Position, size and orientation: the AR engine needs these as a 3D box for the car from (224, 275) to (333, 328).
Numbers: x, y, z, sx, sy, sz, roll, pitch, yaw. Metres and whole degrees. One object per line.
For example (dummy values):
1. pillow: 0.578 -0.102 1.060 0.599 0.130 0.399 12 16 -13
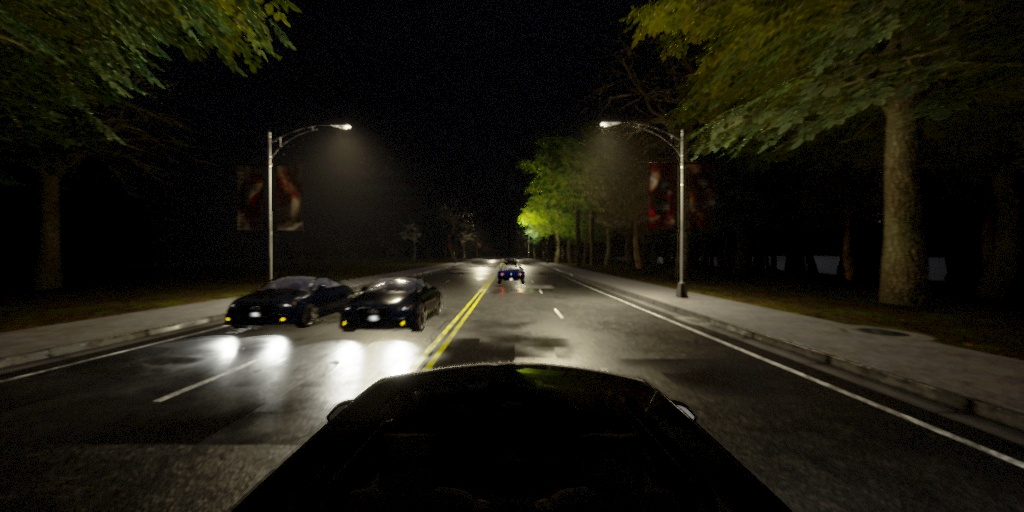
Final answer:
1. car: -6.592 1.307 11.185 1.994 1.385 4.181 0 0 0

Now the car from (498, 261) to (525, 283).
1. car: -0.070 1.290 26.903 1.895 1.301 4.718 0 0 0

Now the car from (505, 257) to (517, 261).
1. car: -0.159 1.042 53.018 2.128 1.511 4.902 0 0 -1

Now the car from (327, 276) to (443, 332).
1. car: -3.342 1.307 10.645 1.994 1.385 4.181 0 0 0
